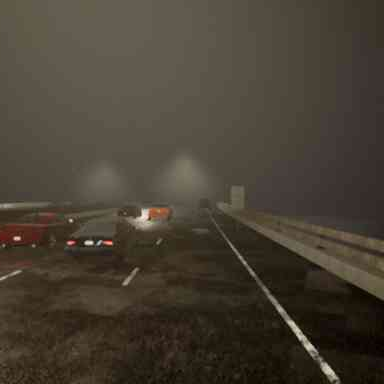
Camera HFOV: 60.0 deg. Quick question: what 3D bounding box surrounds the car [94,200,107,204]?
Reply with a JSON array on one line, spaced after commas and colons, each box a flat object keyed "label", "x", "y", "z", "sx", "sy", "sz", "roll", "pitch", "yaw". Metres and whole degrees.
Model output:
[{"label": "car", "x": -16.490, "y": 2.279, "z": 59.751, "sx": 2.097, "sy": 1.767, "sz": 4.553, "roll": 0, "pitch": -1, "yaw": 3}]

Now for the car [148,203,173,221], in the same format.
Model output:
[{"label": "car", "x": -3.060, "y": 1.855, "z": 33.298, "sx": 2.097, "sy": 1.767, "sz": 4.553, "roll": 0, "pitch": -1, "yaw": 1}]

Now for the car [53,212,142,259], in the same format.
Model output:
[{"label": "car", "x": -3.340, "y": 1.747, "z": 13.372, "sx": 2.033, "sy": 1.411, "sz": 5.357, "roll": 0, "pitch": -1, "yaw": 0}]

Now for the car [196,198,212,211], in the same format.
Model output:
[{"label": "car", "x": 2.154, "y": 2.084, "z": 56.018, "sx": 2.150, "sy": 2.045, "sz": 5.566, "roll": 0, "pitch": -1, "yaw": 2}]

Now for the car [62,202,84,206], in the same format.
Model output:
[{"label": "car", "x": -20.076, "y": 2.415, "z": 57.412, "sx": 1.812, "sy": 1.442, "sz": 4.674, "roll": 0, "pitch": -1, "yaw": 2}]

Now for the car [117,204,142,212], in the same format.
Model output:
[{"label": "car", "x": -6.524, "y": 2.009, "z": 35.139, "sx": 1.882, "sy": 1.535, "sz": 5.008, "roll": 0, "pitch": -1, "yaw": 1}]

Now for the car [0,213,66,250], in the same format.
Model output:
[{"label": "car", "x": -6.819, "y": 1.709, "z": 15.508, "sx": 1.882, "sy": 1.535, "sz": 5.008, "roll": 0, "pitch": -1, "yaw": 1}]

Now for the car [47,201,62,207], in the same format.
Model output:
[{"label": "car", "x": -23.537, "y": 2.381, "z": 58.231, "sx": 1.882, "sy": 1.535, "sz": 5.008, "roll": 0, "pitch": -1, "yaw": 2}]
